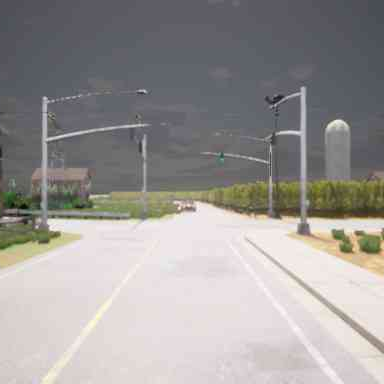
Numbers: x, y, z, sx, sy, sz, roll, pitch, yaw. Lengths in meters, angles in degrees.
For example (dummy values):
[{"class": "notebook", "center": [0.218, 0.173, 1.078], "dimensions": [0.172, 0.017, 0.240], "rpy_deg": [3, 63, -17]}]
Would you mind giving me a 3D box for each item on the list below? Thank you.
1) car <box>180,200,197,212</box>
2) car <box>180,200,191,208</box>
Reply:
[{"class": "car", "center": [-0.452, 1.864, 45.675], "dimensions": [2.097, 1.767, 4.553], "rpy_deg": [0, -1, -3]}, {"class": "car", "center": [-1.302, 2.314, 64.948], "dimensions": [1.895, 1.301, 4.718], "rpy_deg": [0, -1, -3]}]
